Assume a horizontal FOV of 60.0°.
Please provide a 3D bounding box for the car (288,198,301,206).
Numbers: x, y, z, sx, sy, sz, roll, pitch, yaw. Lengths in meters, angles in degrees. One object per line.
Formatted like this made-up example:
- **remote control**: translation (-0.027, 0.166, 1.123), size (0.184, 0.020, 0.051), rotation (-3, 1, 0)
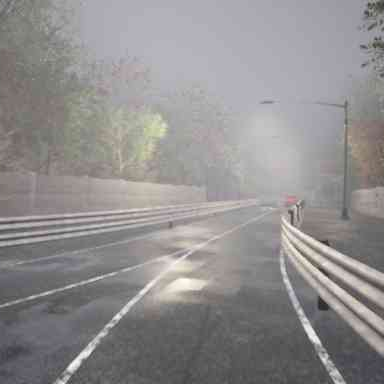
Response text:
- **car**: translation (20.069, 1.880, 65.074), size (2.128, 1.511, 4.902), rotation (1, -1, 19)

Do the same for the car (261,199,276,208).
- **car**: translation (12.301, 1.743, 52.955), size (2.033, 1.411, 5.357), rotation (1, 0, 20)

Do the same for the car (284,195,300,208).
- **car**: translation (16.526, 1.499, 55.017), size (2.150, 2.045, 5.566), rotation (1, 0, 19)
